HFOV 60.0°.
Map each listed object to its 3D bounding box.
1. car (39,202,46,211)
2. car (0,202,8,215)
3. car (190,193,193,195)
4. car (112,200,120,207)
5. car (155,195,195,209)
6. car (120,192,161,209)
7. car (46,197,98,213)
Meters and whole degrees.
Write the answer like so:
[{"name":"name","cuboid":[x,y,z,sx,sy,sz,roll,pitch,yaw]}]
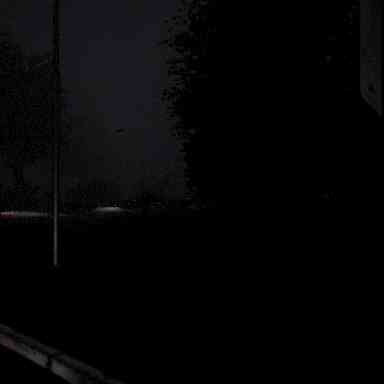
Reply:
[{"name":"car","cuboid":[-15.013,1.366,38.257,2.128,1.511,4.902,0,0,38]},{"name":"car","cuboid":[-18.437,1.384,28.368,2.128,1.511,4.902,0,0,39]},{"name":"car","cuboid":[0.240,1.024,52.282,2.150,2.045,5.566,0,1,36]},{"name":"car","cuboid":[-8.574,1.392,46.436,2.033,1.411,5.357,0,0,38]},{"name":"car","cuboid":[-2.169,1.464,42.956,1.895,1.301,4.718,0,0,38]},{"name":"car","cuboid":[-6.244,1.080,43.736,2.150,2.045,5.566,0,0,38]},{"name":"car","cuboid":[-12.544,1.364,35.737,1.882,1.535,5.008,0,0,39]}]
